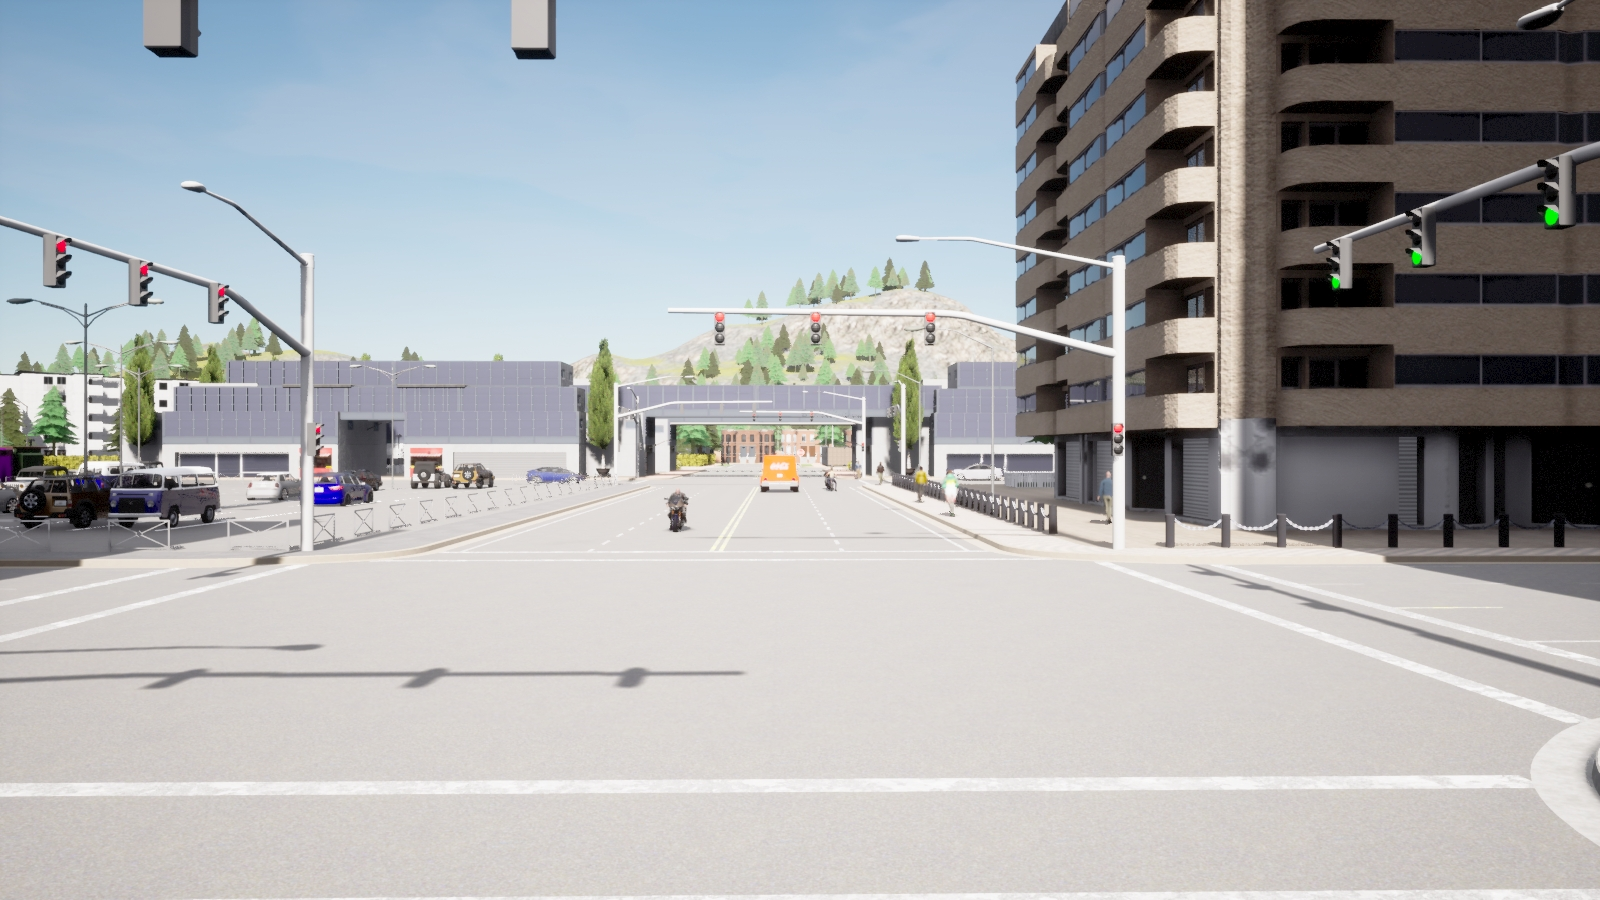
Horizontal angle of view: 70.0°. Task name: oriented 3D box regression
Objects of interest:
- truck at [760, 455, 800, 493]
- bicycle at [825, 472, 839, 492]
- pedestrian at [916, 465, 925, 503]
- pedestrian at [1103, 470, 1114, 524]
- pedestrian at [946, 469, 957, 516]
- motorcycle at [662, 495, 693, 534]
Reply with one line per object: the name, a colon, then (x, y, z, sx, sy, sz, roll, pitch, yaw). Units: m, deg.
truck: (-1.366, 1.564, 77.071, 2.627, 2.467, 5.204, 0, 0, -1)
bicycle: (2.134, 2.158, 77.288, 0.859, 1.276, 1.487, 0, 0, -1)
pedestrian: (6.022, 1.695, 57.118, 0.375, 1.860, 0.375, 0, 0, -2)
pedestrian: (10.839, 1.648, 40.152, 0.375, 1.860, 0.375, 0, 0, 16)
pedestrian: (6.017, 1.695, 45.379, 0.375, 1.860, 0.375, 0, 0, -6)
motorcycle: (-4.213, 2.205, 39.441, 0.867, 1.251, 2.209, 0, 0, -1)
